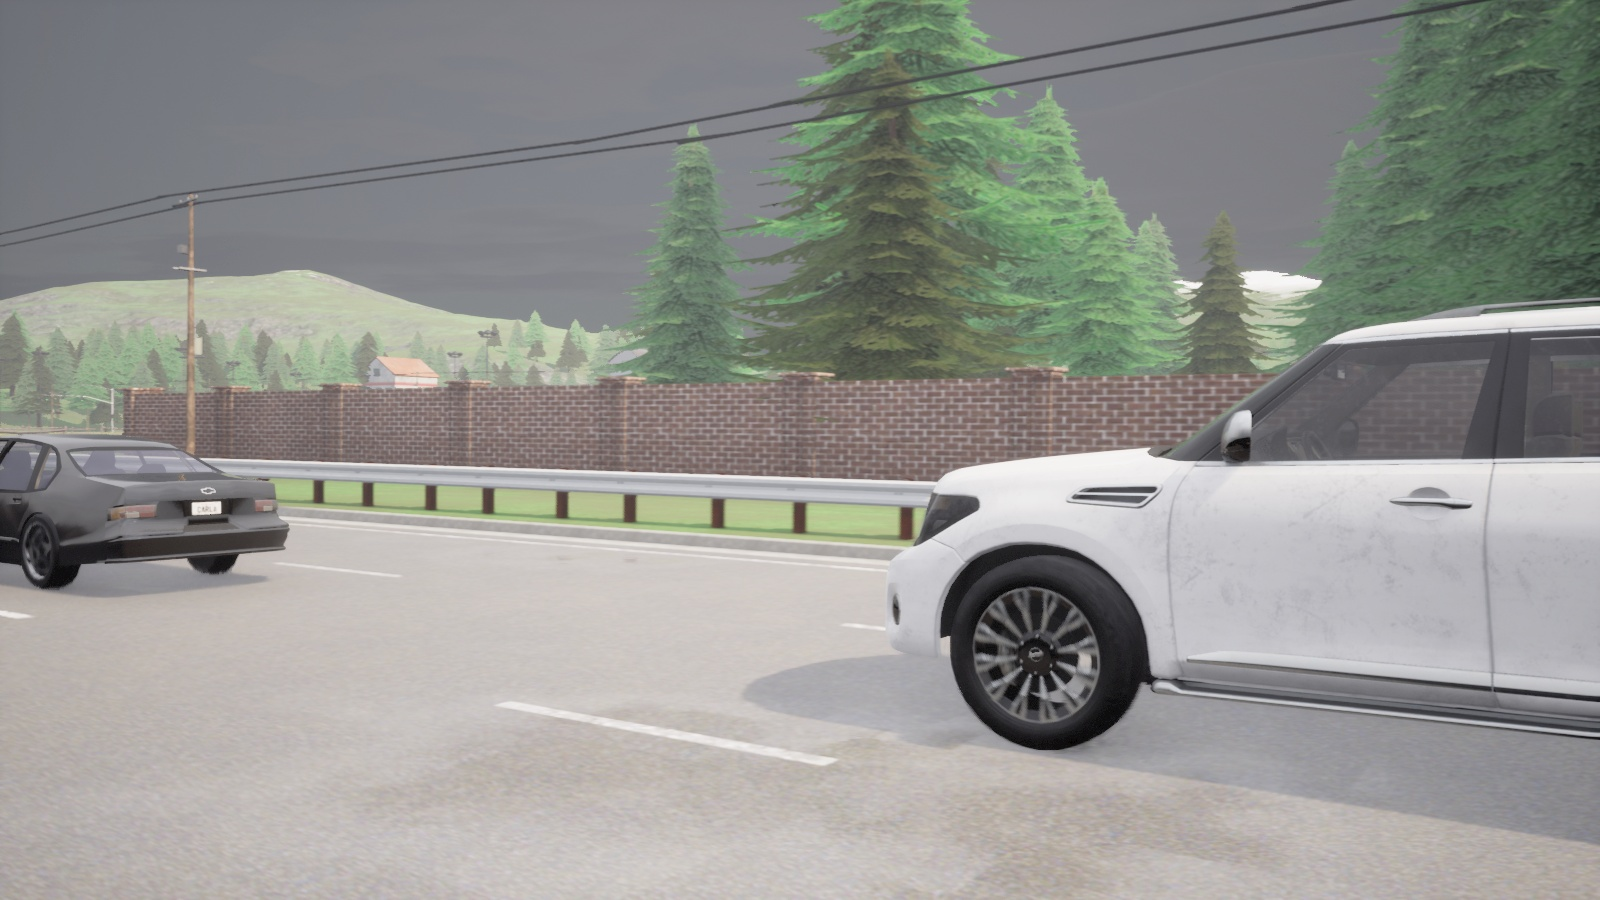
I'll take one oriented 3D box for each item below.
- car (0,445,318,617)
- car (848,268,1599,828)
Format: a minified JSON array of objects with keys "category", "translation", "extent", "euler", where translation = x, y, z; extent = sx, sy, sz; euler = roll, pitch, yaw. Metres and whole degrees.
[{"category":"car","translation":[-7.468,0.672,12.787],"extent":[5.357,1.411,2.033],"euler":[0,1,34]},{"category":"car","translation":[3.163,0.344,5.718],"extent":[5.566,2.045,2.150],"euler":[0,1,34]}]
